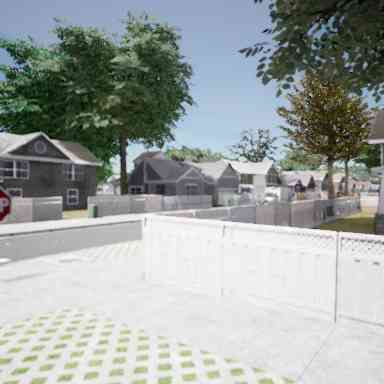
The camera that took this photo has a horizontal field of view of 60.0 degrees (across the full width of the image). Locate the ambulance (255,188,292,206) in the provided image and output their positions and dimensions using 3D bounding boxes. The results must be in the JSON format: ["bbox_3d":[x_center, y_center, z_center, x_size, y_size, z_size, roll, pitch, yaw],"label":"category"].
[{"bbox_3d":[9.386,0.741,38.133,2.351,2.431,6.366,0,0,35],"label":"ambulance"}]
